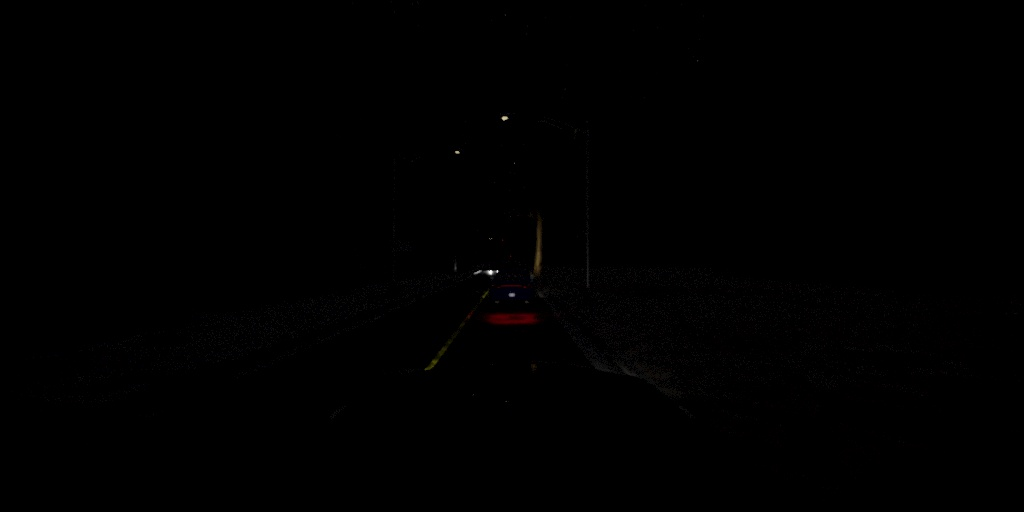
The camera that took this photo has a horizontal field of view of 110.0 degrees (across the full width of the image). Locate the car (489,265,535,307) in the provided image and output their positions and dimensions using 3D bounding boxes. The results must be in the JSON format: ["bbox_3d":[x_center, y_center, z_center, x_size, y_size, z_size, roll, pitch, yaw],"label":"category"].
[{"bbox_3d":[0.002,1.365,16.322,1.882,1.535,5.008,0,0,0],"label":"car"}]

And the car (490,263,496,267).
[{"bbox_3d":[-3.012,1.951,64.479,1.895,1.301,4.718,0,-1,0],"label":"car"}]

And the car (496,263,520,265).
[{"bbox_3d":[-0.005,1.375,30.924,2.097,1.767,4.553,0,-1,0],"label":"car"}]
